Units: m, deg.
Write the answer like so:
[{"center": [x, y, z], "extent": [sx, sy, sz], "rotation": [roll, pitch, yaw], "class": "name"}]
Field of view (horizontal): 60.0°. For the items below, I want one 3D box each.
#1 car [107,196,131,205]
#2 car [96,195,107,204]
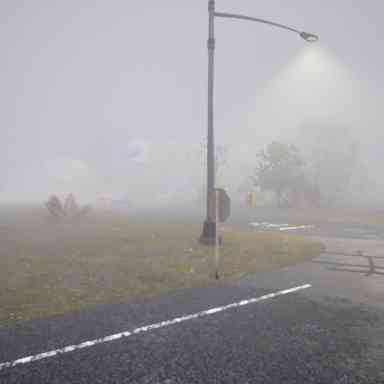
[{"center": [-11.686, 1.392, 54.568], "extent": [2.128, 1.511, 4.902], "rotation": [0, 0, -33], "class": "car"}, {"center": [-16.007, 1.363, 61.012], "extent": [1.882, 1.535, 5.008], "rotation": [0, 0, -34], "class": "car"}]
